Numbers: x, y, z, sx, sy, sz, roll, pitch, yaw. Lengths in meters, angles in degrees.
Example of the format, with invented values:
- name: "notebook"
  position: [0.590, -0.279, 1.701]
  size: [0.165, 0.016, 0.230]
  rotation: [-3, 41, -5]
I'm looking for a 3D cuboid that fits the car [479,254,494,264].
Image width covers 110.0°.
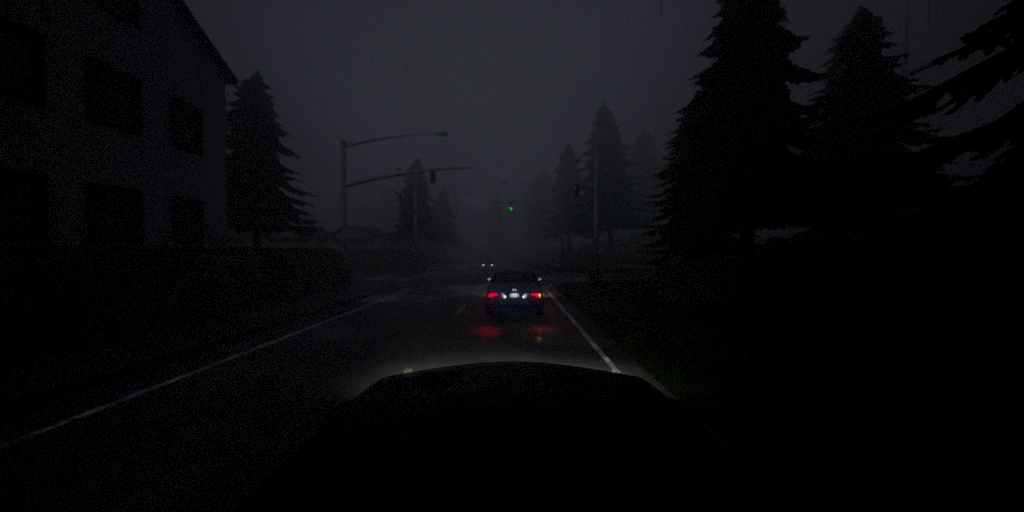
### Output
- name: "car"
  position: [-3.911, 0.437, 53.093]
  size: [2.033, 1.411, 5.357]
  rotation: [0, 1, -10]

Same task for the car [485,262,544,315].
- name: "car"
  position: [0.081, 1.115, 12.607]
  size: [2.033, 1.411, 5.357]
  rotation: [0, 1, 0]
